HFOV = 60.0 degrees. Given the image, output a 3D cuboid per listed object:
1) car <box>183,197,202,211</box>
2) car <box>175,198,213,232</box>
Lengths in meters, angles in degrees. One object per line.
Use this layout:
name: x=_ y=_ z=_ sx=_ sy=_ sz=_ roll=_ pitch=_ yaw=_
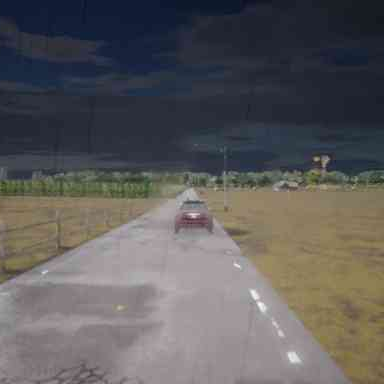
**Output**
car: x=0.096 y=1.408 z=40.155 sx=2.128 sy=1.511 sz=4.902 roll=0 pitch=0 yaw=0
car: x=0.099 y=1.322 z=19.762 sx=2.097 sy=1.767 sz=4.553 roll=0 pitch=0 yaw=0
